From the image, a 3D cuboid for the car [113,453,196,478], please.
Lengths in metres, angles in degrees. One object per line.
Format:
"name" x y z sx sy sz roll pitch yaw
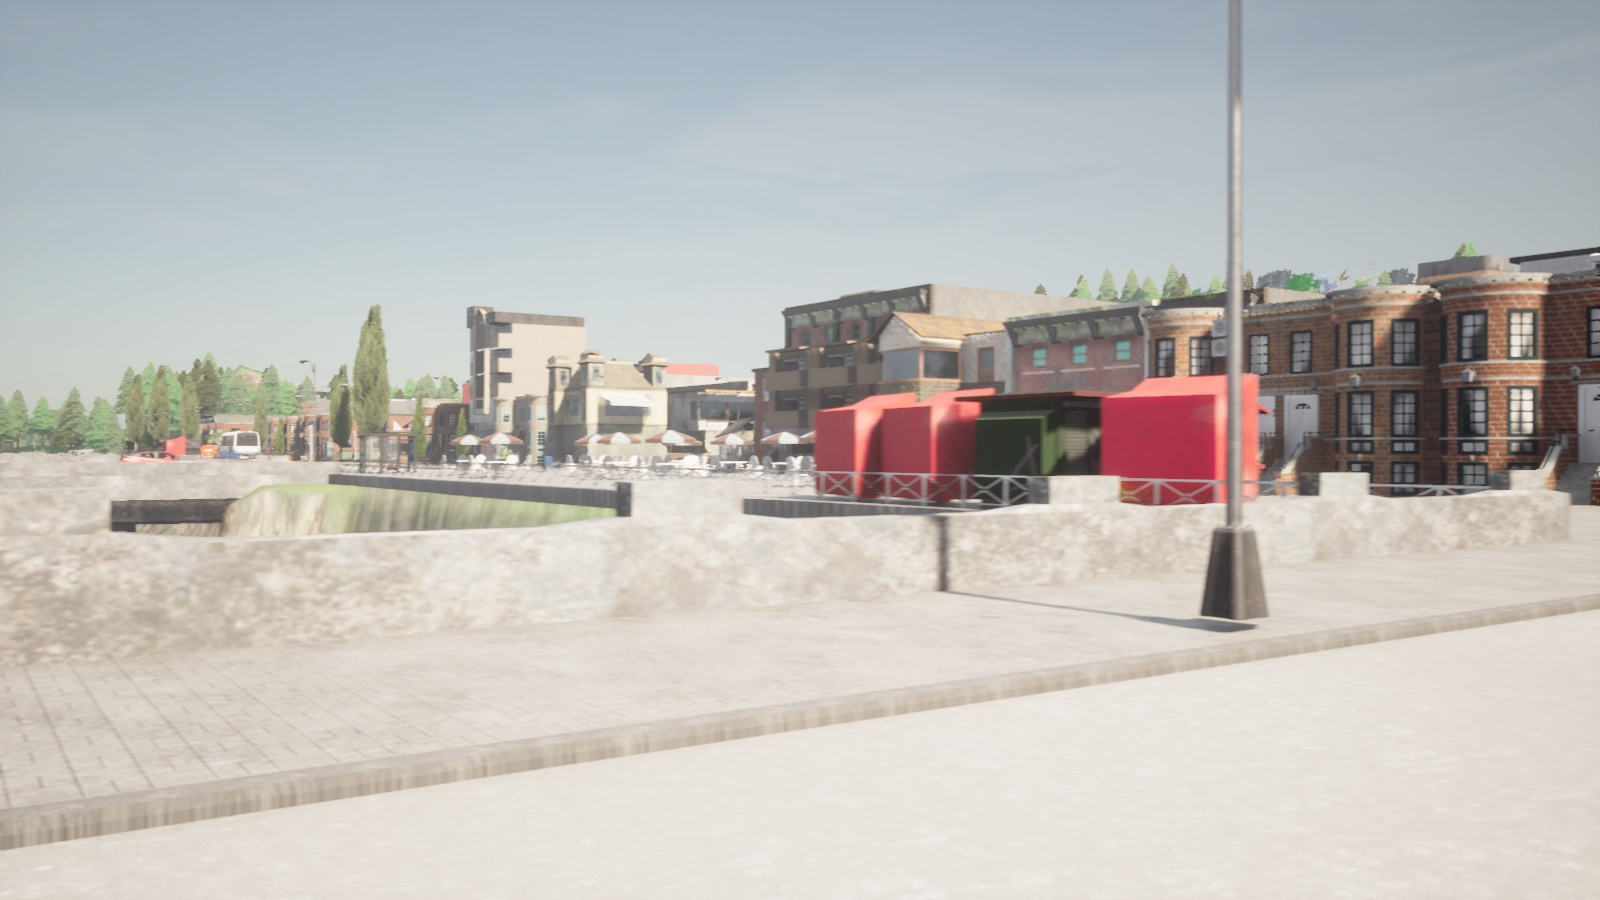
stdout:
"car" -41.455 0.978 80.695 4.514 1.525 2.007 0 0 -35
